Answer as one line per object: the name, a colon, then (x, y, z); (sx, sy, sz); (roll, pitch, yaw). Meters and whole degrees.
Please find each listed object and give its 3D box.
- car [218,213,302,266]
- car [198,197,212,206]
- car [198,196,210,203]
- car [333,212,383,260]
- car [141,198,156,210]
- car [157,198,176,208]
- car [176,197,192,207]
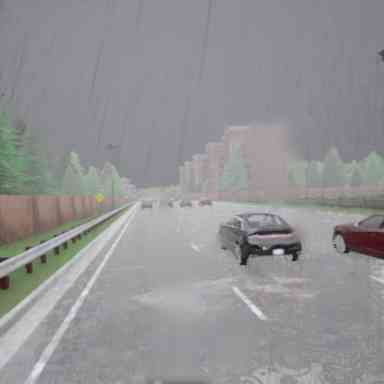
car: (2.140, 1.478, 11.633); (2.128, 1.511, 4.902); (-2, 0, -6)
car: (2.377, 1.812, 60.521); (1.837, 1.490, 4.892); (-2, 0, -8)
car: (2.912, 1.900, 80.998); (1.882, 1.535, 5.008); (-2, 0, -8)
car: (6.096, 1.280, 9.737); (1.882, 1.535, 5.008); (-2, 0, -8)
car: (-7.861, 2.225, 58.025); (2.128, 1.511, 4.902); (-2, 0, -8)
car: (-4.628, 1.959, 60.044); (2.097, 1.767, 4.553); (-2, 0, -8)
car: (-1.100, 2.003, 60.143); (2.033, 1.411, 5.357); (-2, 0, -8)
